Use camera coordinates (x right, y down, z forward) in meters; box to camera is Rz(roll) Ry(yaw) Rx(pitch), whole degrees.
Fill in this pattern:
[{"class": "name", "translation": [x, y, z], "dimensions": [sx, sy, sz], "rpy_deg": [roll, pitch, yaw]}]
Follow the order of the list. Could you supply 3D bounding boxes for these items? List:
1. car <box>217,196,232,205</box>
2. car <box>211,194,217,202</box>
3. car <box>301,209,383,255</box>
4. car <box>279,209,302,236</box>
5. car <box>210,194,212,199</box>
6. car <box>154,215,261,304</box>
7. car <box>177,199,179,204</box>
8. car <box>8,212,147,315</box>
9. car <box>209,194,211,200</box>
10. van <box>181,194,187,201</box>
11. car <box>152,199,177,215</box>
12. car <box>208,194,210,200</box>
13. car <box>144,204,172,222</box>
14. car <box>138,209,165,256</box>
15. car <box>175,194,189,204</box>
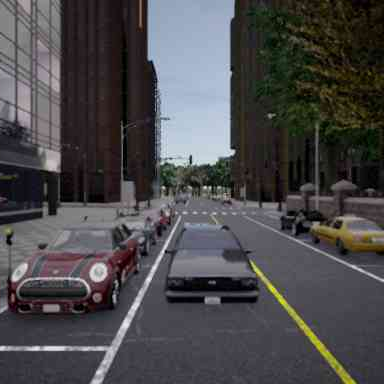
[{"class": "car", "translation": [6.251, 1.569, 61.429], "dimensions": [1.967, 1.590, 4.097], "rpy_deg": [0, 0, 0]}, {"class": "car", "translation": [6.285, 1.719, 77.741], "dimensions": [2.008, 1.369, 4.403], "rpy_deg": [0, 0, 0]}, {"class": "car", "translation": [6.150, 1.550, 13.260], "dimensions": [1.752, 1.417, 4.829], "rpy_deg": [0, 0, 0]}, {"class": "car", "translation": [6.161, 1.601, 18.547], "dimensions": [1.947, 1.339, 4.313], "rpy_deg": [0, 0, 0]}, {"class": "car", "translation": [6.297, 1.726, 83.179], "dimensions": [1.887, 1.381, 4.507], "rpy_deg": [0, 0, 0]}, {"class": "car", "translation": [0.378, 1.564, 8.622], "dimensions": [2.033, 1.411, 5.357], "rpy_deg": [0, 0, 0]}, {"class": "car", "translation": [-2.341, 1.583, 29.307], "dimensions": [1.752, 1.417, 4.829], "rpy_deg": [0, 0, 0]}, {"class": "car", "translation": [-2.387, 1.455, 7.649], "dimensions": [1.967, 1.590, 4.097], "rpy_deg": [0, 0, 0]}, {"class": "car", "translation": [6.308, 1.740, 88.617], "dimensions": [1.887, 1.381, 4.507], "rpy_deg": [0, 0, 0]}, {"class": "van", "translation": [-2.206, 1.552, 94.073], "dimensions": [1.690, 1.788, 3.998], "rpy_deg": [0, 0, 0]}, {"class": "car", "translation": [-2.352, 1.487, 24.020], "dimensions": [1.967, 1.590, 4.097], "rpy_deg": [0, 0, 0]}, {"class": "car", "translation": [6.320, 1.736, 94.224], "dimensions": [1.752, 1.417, 4.829], "rpy_deg": [0, 0, 0]}, {"class": "car", "translation": [-2.364, 1.581, 18.563], "dimensions": [1.887, 1.381, 4.507], "rpy_deg": [0, 0, 0]}, {"class": "car", "translation": [-2.375, 1.576, 13.106], "dimensions": [2.008, 1.369, 4.403], "rpy_deg": [0, 0, 0]}, {"class": "car", "translation": [-2.263, 1.457, 66.885], "dimensions": [2.192, 1.841, 5.009], "rpy_deg": [0, 0, 0]}]
